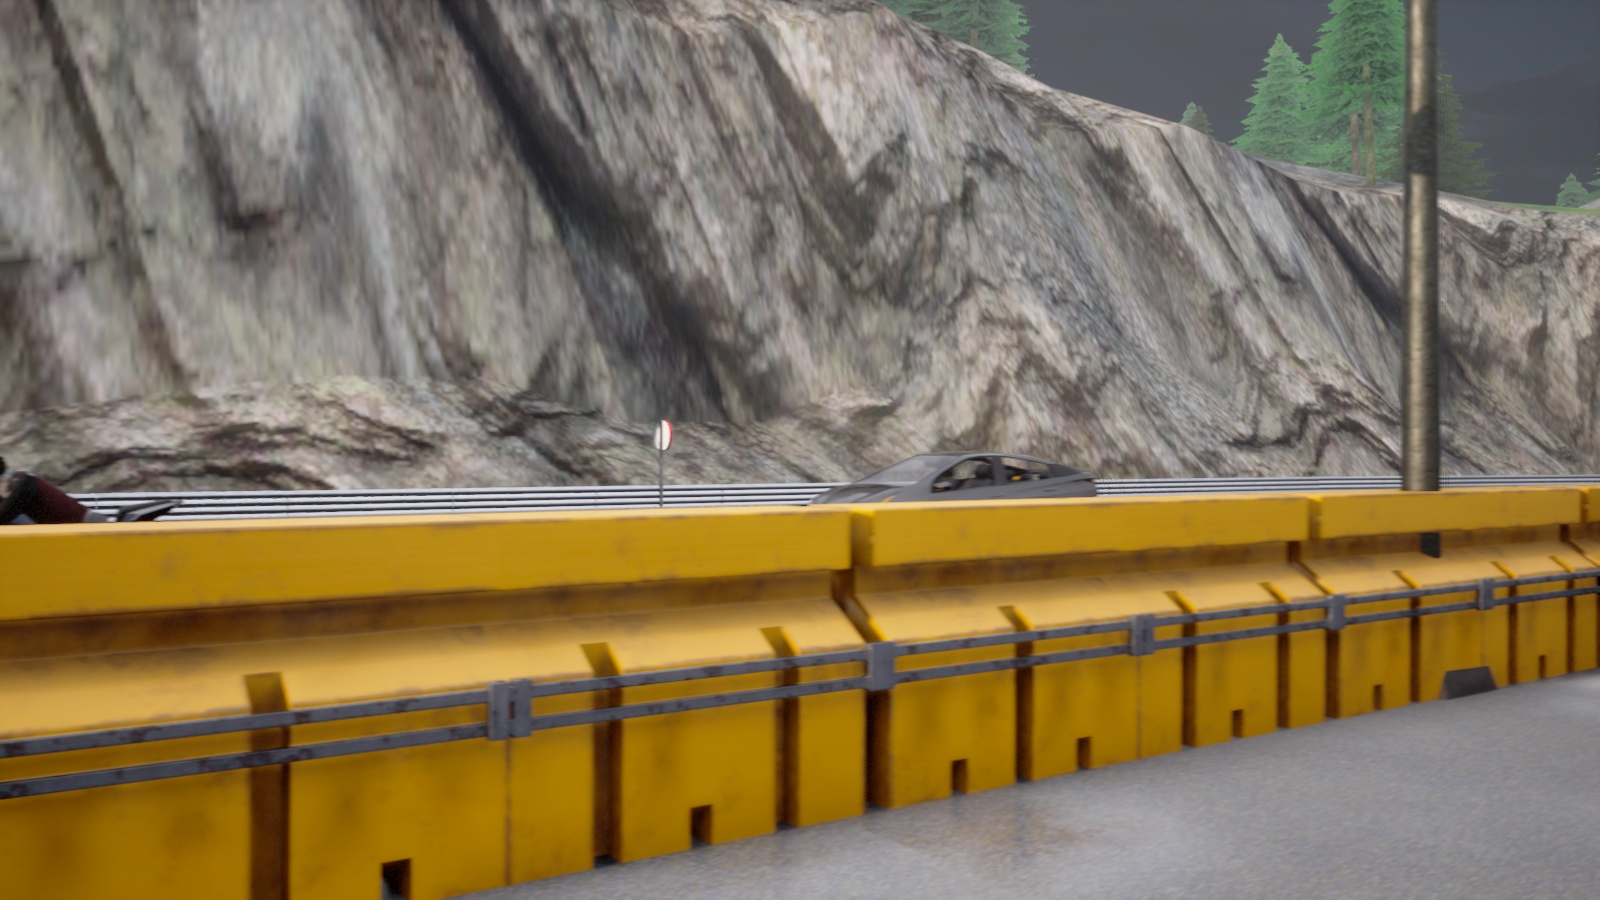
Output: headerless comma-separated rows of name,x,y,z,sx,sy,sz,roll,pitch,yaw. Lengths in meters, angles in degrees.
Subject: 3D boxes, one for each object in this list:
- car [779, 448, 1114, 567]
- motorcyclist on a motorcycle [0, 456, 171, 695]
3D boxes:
car,2.153,0.731,18.035,4.514,1.525,2.007,0,0,-32
motorcyclist on a motorcycle,-5.479,0.812,8.372,2.191,1.530,0.866,0,0,-35
